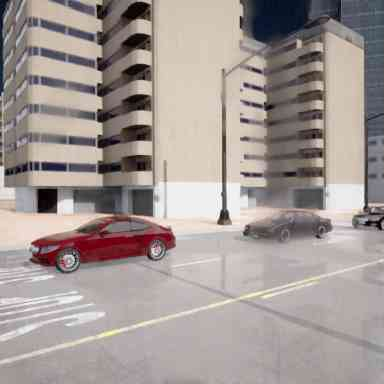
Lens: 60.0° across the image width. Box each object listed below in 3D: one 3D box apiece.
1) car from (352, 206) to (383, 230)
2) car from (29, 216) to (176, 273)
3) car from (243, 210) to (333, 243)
[{"bbox_3d":[12.770,1.726,22.670,4.902,1.511,2.128,1,-1,-38],"label":"car"},{"bbox_3d":[-2.687,1.529,10.779,4.674,1.442,1.812,0,0,-38],"label":"car"},{"bbox_3d":[4.972,1.636,16.681,5.357,1.411,2.033,1,-1,-38],"label":"car"}]
